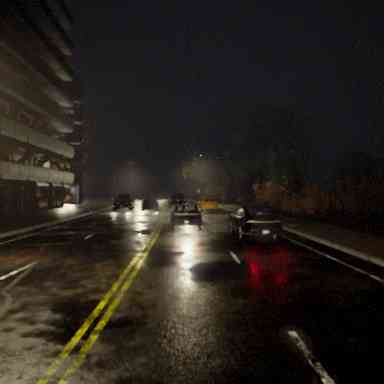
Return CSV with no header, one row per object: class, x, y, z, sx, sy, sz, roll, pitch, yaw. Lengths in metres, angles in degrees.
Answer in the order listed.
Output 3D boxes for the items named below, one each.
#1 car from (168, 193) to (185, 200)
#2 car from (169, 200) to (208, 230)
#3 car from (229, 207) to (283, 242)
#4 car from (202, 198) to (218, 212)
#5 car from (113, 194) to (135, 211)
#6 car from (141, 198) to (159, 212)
car,-2.089,1.197,45.743,2.150,2.045,5.566,0,0,-5
car,-0.409,1.484,21.266,2.128,1.511,4.902,0,0,-2
car,3.034,1.480,16.485,2.128,1.511,4.902,0,0,-2
car,1.805,1.454,38.297,1.882,1.535,5.008,0,0,-5
car,-8.263,1.212,40.754,2.150,2.045,5.566,0,0,-5
car,-4.926,1.466,39.561,1.882,1.535,5.008,0,0,-4
